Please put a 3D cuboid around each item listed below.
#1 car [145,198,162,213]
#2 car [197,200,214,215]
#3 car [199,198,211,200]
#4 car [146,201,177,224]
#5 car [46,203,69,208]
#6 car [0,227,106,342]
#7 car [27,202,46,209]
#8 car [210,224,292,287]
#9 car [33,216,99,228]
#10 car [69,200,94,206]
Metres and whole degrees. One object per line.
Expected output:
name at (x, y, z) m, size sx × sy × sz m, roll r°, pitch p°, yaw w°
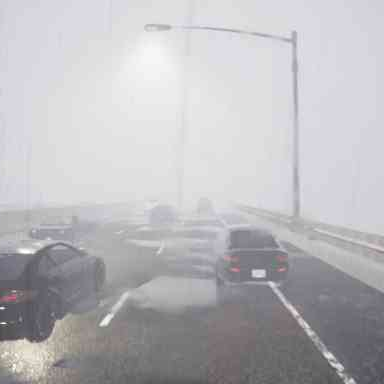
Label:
car at (-5.141, 1.854, 46.381) m, size 2.150 × 2.045 × 5.566 m, roll 0°, pitch -1°, yaw 3°
car at (1.574, 2.009, 40.302) m, size 1.837 × 1.490 × 4.892 m, roll 0°, pitch -1°, yaw 3°
car at (1.983, 1.862, 50.505) m, size 2.150 × 2.045 × 5.566 m, roll 0°, pitch -1°, yaw 3°
car at (-2.419, 1.861, 28.954) m, size 1.882 × 1.535 × 5.008 m, roll 0°, pitch -1°, yaw 2°
car at (-19.177, 2.339, 49.179) m, size 1.994 × 1.385 × 4.181 m, roll 0°, pitch -1°, yaw 3°
car at (-3.182, 1.670, 6.692) m, size 1.994 × 1.385 × 4.181 m, roll 0°, pitch -1°, yaw 2°
car at (-22.663, 2.310, 49.484) m, size 1.837 × 1.490 × 4.892 m, roll 0°, pitch -1°, yaw 3°
car at (1.521, 1.635, 9.545) m, size 1.812 × 1.442 × 4.674 m, roll 0°, pitch -1°, yaw 2°
car at (-6.368, 1.862, 17.223) m, size 1.895 × 1.301 × 4.718 m, roll 0°, pitch -1°, yaw 2°
car at (-15.697, 2.096, 48.790) m, size 2.097 × 1.767 × 4.553 m, roll 0°, pitch -1°, yaw 3°
